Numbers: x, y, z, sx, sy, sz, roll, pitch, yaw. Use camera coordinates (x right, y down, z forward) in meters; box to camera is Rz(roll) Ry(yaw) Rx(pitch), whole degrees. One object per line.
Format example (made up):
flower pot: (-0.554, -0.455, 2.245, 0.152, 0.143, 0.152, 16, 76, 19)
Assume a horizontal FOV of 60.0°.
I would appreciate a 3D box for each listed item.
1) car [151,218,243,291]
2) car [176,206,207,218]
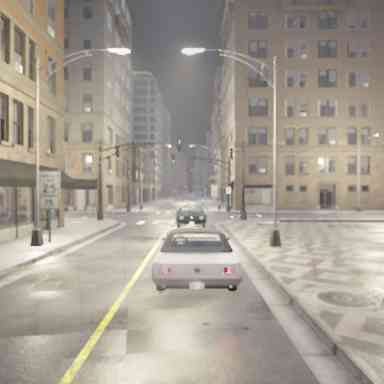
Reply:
car: (0.105, 1.602, 8.934, 1.895, 1.301, 4.718, 0, 0, 0)
car: (-0.167, 1.603, 22.506, 1.895, 1.301, 4.718, 0, 0, -3)
